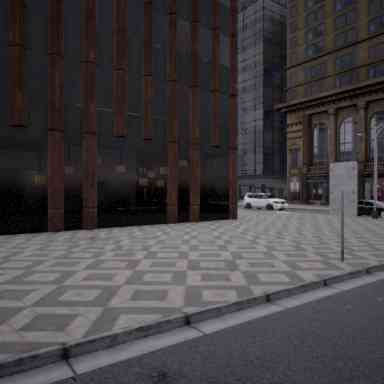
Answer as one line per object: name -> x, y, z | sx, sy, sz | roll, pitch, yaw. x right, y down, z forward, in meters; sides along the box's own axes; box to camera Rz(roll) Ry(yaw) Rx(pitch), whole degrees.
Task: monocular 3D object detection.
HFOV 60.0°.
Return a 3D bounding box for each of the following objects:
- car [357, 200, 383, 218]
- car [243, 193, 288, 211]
car -> 15.427, 1.455, 28.688 | 1.837, 1.490, 4.892 | 0, 0, -37
car -> 8.398, 1.136, 38.573 | 2.150, 2.045, 5.566 | 0, 0, -35
